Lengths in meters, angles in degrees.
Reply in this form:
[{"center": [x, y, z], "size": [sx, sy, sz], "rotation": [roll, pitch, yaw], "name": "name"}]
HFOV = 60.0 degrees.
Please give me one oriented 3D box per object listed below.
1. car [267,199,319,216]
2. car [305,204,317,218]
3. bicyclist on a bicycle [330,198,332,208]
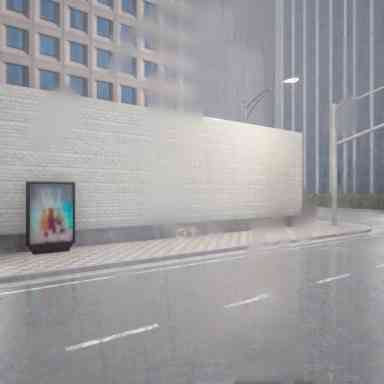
[{"center": [10.446, 1.546, 34.856], "size": [2.128, 1.511, 4.902], "rotation": [0, 0, -36], "name": "car"}, {"center": [9.065, 1.532, 30.770], "size": [1.882, 1.535, 5.008], "rotation": [0, 0, -36], "name": "car"}, {"center": [18.668, 1.354, 43.951], "size": [1.656, 1.620, 0.582], "rotation": [0, 0, -36], "name": "bicyclist on a bicycle"}]
